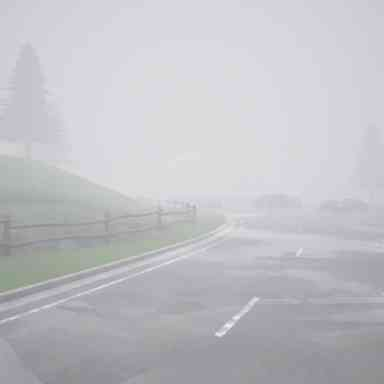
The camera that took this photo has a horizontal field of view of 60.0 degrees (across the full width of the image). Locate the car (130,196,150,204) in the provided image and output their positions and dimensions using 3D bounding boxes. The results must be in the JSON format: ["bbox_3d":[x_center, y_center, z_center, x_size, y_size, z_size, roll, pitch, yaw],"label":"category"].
[{"bbox_3d":[-9.396,1.491,60.612,2.128,1.511,4.902,0,0,-43],"label":"car"}]

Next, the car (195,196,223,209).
[{"bbox_3d":[2.486,1.526,44.218,1.812,1.442,4.674,0,0,-23],"label":"car"}]

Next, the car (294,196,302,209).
[{"bbox_3d":[13.074,1.352,46.135,2.097,1.767,4.553,0,0,-20],"label":"car"}]

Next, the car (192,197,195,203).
[{"bbox_3d":[1.308,1.491,59.027,2.128,1.511,4.902,0,0,-41],"label":"car"}]

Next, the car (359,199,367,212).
[{"bbox_3d":[18.604,1.505,39.484,1.837,1.490,4.892,0,0,-10],"label":"car"}]

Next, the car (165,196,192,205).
[{"bbox_3d":[-2.745,1.478,58.453,1.882,1.535,5.008,0,0,-42],"label":"car"}]

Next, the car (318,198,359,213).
[{"bbox_3d":[15.621,1.526,36.281,1.812,1.442,4.674,0,0,-8],"label":"car"}]

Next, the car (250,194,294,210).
[{"bbox_3d":[10.365,1.221,43.498,2.150,2.045,5.566,0,0,-21],"label":"car"}]
